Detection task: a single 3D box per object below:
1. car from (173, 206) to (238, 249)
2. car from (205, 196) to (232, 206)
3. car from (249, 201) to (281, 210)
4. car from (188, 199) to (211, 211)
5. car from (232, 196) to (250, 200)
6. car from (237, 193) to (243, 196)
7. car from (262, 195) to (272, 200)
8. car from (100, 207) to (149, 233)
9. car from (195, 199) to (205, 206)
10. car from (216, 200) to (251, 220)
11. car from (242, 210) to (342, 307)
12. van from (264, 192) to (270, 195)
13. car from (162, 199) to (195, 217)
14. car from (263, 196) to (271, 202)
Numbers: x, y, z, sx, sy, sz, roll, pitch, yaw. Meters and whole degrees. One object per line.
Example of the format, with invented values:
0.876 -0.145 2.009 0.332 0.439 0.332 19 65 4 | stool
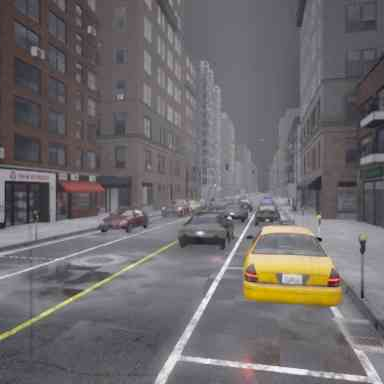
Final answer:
0.766 1.563 14.797 1.994 1.385 4.181 0 0 13 | car
2.883 1.347 37.429 2.097 1.767 4.553 0 0 13 | car
5.237 1.549 23.099 2.008 1.369 4.403 0 0 13 | car
1.048 1.546 41.006 2.008 1.369 4.403 0 0 13 | car
6.208 1.522 39.404 1.812 1.442 4.674 0 0 13 | car
11.966 1.510 89.430 1.752 1.417 4.829 0 0 13 | car
7.665 1.438 33.866 1.967 1.590 4.097 0 0 13 | car
-3.807 1.578 19.473 1.802 1.307 4.206 0 0 13 | car
-0.203 1.521 35.457 1.752 1.417 4.829 0 0 13 | car
3.411 1.562 26.541 1.994 1.385 4.181 0 0 13 | car
2.267 1.456 8.163 1.801 1.575 5.366 0 0 13 | car
14.835 1.335 65.668 1.690 1.788 3.998 0 0 13 | van
-1.379 1.436 30.240 1.967 1.590 4.097 0 0 13 | car
17.334 1.574 76.752 1.802 1.307 4.206 0 0 13 | car
